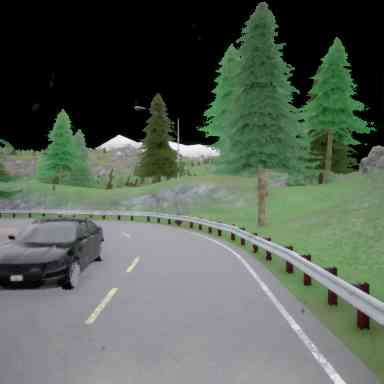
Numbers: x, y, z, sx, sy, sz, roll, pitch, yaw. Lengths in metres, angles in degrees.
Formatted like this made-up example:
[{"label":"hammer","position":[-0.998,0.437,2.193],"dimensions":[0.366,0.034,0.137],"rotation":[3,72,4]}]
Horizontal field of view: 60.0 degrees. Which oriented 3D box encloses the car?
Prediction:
[{"label":"car","position":[-3.733,1.480,9.259],"dimensions":[1.882,1.535,5.008],"rotation":[0,0,-4]}]
